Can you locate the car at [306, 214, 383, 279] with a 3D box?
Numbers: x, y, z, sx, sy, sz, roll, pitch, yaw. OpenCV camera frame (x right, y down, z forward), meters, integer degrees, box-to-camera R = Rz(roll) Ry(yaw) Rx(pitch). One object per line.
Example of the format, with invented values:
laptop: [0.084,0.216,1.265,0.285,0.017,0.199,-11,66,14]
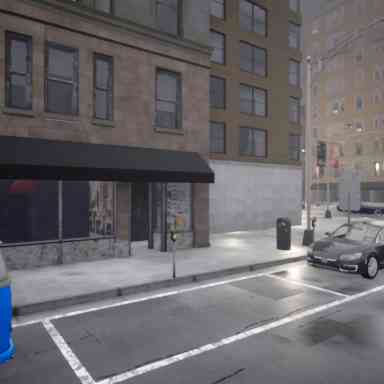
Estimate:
car: [5.221,1.555,9.924,4.403,1.369,2.008,0,0,-36]

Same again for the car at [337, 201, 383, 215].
car: [16.171,1.543,30.996,1.895,1.301,4.718,0,0,-36]

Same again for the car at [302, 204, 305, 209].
car: [10.495,1.444,38.865,2.033,1.411,5.357,0,0,-36]

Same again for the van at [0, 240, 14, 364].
van: [-3.992,1.340,3.340,3.998,1.788,1.690,0,0,-36]
